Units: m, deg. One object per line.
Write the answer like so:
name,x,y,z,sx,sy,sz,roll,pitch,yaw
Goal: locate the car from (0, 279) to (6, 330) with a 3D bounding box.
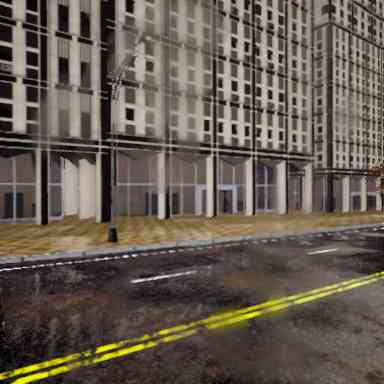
car,-4.780,1.547,4.266,4.181,1.385,1.994,1,0,-36
